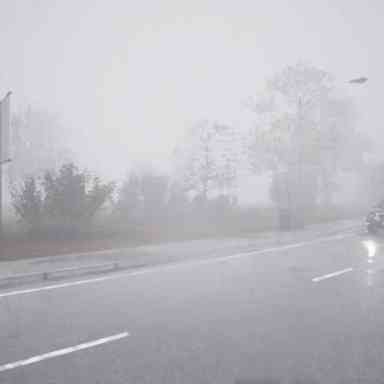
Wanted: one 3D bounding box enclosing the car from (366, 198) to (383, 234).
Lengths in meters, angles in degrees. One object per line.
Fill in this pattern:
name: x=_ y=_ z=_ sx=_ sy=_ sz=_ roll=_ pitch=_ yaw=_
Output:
car: x=11.747 y=1.243 z=18.690 sx=5.566 sy=2.045 sz=2.150 roll=0 pitch=0 yaw=-44
